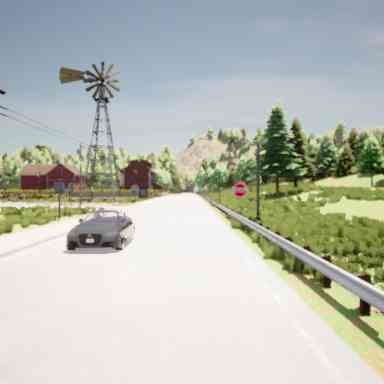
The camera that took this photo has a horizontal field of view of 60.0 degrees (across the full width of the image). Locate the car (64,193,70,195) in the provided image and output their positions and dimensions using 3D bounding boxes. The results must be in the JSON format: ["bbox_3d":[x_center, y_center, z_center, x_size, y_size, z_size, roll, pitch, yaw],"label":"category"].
[{"bbox_3d":[-34.099,0.922,87.349,4.181,1.385,1.994,0,0,0],"label":"car"}]

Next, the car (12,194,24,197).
[{"bbox_3d":[-32.319,1.075,61.720,1.784,1.438,3.905,0,0,-1],"label":"car"}]

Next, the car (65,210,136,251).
[{"bbox_3d":[-3.505,1.455,13.435,1.994,1.385,4.181,0,1,0],"label":"car"}]
